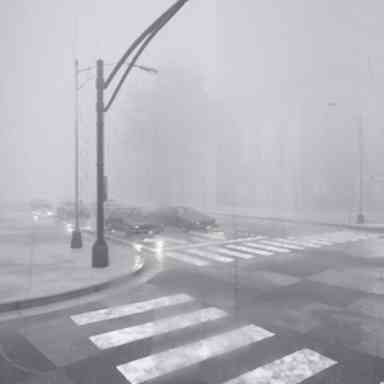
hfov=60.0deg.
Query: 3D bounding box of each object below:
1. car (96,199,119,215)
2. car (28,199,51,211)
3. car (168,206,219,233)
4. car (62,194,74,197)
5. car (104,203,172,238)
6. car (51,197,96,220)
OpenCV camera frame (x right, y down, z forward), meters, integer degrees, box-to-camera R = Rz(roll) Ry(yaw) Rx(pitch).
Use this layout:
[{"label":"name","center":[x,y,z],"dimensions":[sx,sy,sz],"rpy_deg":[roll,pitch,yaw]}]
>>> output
[{"label":"car","center":[-7.539,1.427,30.034],"dimensions":[2.128,1.511,4.902],"rpy_deg":[0,1,-35]},{"label":"car","center":[-17.758,1.440,38.809],"dimensions":[1.895,1.301,4.718],"rpy_deg":[0,1,-35]},{"label":"car","center":[-0.761,1.579,20.471],"dimensions":[2.033,1.411,5.357],"rpy_deg":[0,1,-39]},{"label":"car","center":[-24.240,1.151,65.016],"dimensions":[1.812,1.442,4.674],"rpy_deg":[0,1,-35]},{"label":"car","center":[-3.410,1.585,18.675],"dimensions":[2.033,1.411,5.357],"rpy_deg":[0,1,-32]},{"label":"car","center":[-10.040,1.451,27.942],"dimensions":[1.837,1.490,4.892],"rpy_deg":[0,0,-35]}]
